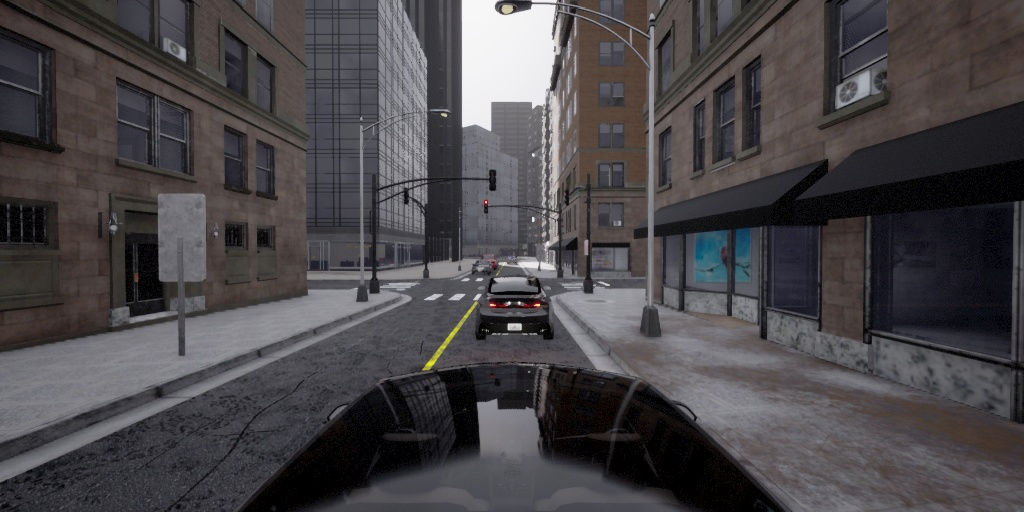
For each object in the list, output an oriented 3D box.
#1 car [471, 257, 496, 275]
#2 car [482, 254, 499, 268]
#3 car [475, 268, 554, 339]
[{"bbox_3d":[-3.143,1.163,37.989,2.128,1.511,4.902,0,0,0],"label":"car"},{"bbox_3d":[-3.162,0.810,48.294,2.150,2.045,5.566,0,1,0],"label":"car"},{"bbox_3d":[0.068,1.252,10.001,1.837,1.490,4.892,0,0,0],"label":"car"}]
